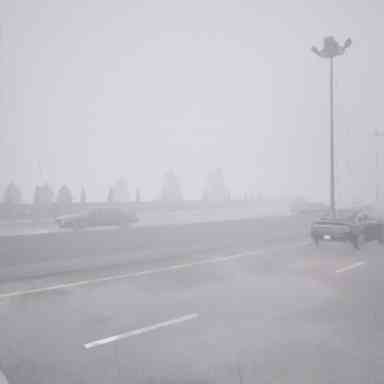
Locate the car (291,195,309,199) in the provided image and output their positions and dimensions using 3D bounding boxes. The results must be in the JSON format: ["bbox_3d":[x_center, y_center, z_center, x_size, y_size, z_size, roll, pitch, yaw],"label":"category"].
[{"bbox_3d":[17.146,1.512,52.574,2.150,2.045,5.566,-1,0,31],"label":"car"}]

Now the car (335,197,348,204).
[{"bbox_3d":[32.845,1.871,72.439,1.837,1.490,4.892,0,0,30],"label":"car"}]

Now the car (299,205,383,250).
[{"bbox_3d":[7.006,1.548,14.607,4.902,1.511,2.128,0,0,-44],"label":"car"}]

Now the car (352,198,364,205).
[{"bbox_3d":[32.171,1.853,64.328,2.033,1.411,5.357,0,0,30],"label":"car"}]

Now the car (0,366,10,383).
[{"bbox_3d":[-3.423,1.613,1.436,4.718,1.301,1.895,0,0,-34],"label":"car"}]

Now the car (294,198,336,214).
[{"bbox_3d":[11.255,1.622,30.216,1.882,1.535,5.008,0,0,37],"label":"car"}]

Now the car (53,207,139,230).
[{"bbox_3d":[-6.085,1.663,21.710,5.357,1.411,2.033,0,0,-41],"label":"car"}]

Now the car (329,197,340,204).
[{"bbox_3d":[37.669,2.292,87.669,2.128,1.511,4.902,0,-3,30],"label":"car"}]

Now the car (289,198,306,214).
[{"bbox_3d":[12.673,1.766,38.319,1.994,1.385,4.181,0,-1,32],"label":"car"}]
